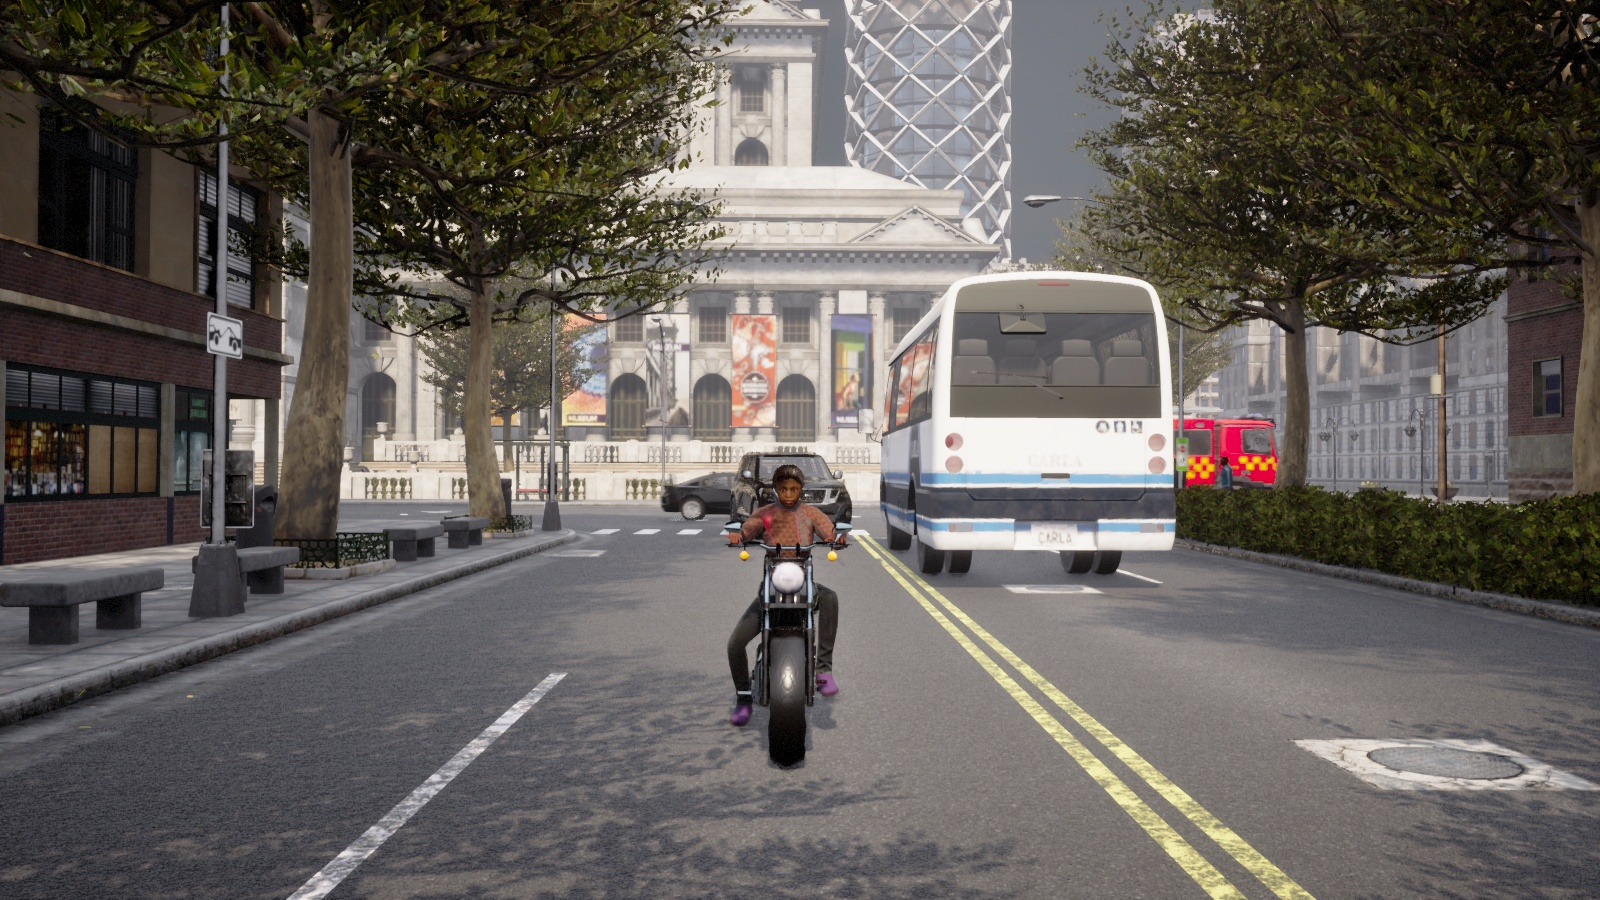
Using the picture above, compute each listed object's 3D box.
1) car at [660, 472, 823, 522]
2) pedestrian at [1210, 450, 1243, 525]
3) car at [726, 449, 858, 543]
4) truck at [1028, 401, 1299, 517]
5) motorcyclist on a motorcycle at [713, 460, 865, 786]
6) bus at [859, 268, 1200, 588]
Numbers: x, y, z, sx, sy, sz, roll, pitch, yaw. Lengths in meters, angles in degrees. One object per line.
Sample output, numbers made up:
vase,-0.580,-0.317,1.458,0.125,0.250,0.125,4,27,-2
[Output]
car,-1.803,1.464,39.684,5.008,1.535,1.882,0,-1,0
pedestrian,11.047,0.972,32.551,0.692,1.930,0.396,0,-1,-6
car,-0.332,1.043,30.316,2.150,2.045,5.566,0,-1,-12
truck,12.365,0.325,43.250,8.468,3.827,2.891,0,-1,0
motorcyclist on a motorcycle,-0.065,0.892,7.543,0.766,1.649,2.350,0,-1,-1
bus,3.303,-0.209,21.872,3.944,4.253,10.273,0,-1,0
